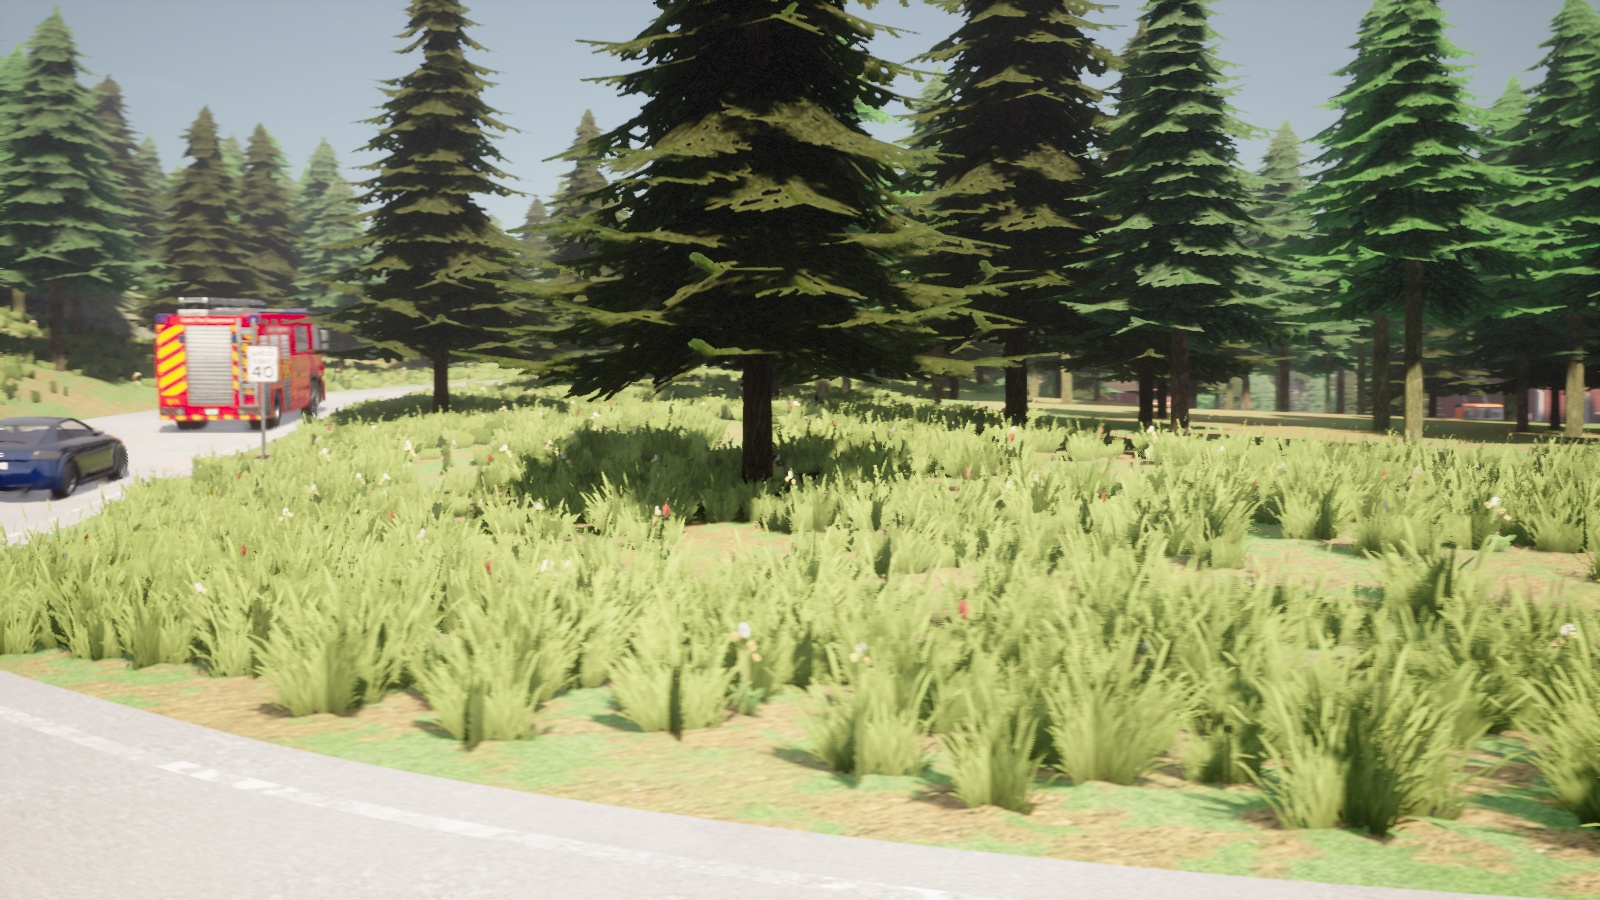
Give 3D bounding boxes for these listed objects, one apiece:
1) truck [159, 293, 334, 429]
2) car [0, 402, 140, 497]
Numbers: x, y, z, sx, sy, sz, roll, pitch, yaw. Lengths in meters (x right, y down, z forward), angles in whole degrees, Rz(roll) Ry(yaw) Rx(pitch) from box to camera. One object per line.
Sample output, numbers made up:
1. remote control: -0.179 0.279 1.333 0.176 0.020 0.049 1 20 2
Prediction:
1. truck: -17.243 -2.957 39.845 2.891 3.827 8.468 0 6 -9
2. car: -14.332 -0.072 23.904 1.994 1.385 4.181 0 6 -11
